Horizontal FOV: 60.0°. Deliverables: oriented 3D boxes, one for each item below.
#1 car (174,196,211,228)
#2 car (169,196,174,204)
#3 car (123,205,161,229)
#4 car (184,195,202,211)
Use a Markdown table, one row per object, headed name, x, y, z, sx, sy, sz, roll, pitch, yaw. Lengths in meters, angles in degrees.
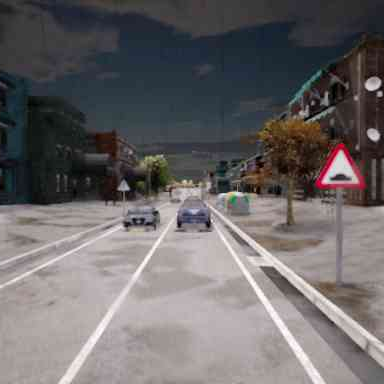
| name | x | y | z | sx | sy | sz | roll | pitch | yaw |
| --- | --- | --- | --- | --- | --- | --- | --- | --- | --- |
| car | 0.104 | 1.289 | 22.101 | 2.097 | 1.767 | 4.553 | 0 | -1 | 0 |
| car | -3.032 | 1.423 | 61.668 | 1.812 | 1.442 | 4.674 | 0 | 0 | 1 |
| car | -3.098 | 1.527 | 21.272 | 1.994 | 1.385 | 4.181 | 0 | 0 | 0 |
| car | 0.098 | 1.258 | 39.787 | 2.097 | 1.767 | 4.553 | 0 | 0 | 0 |
